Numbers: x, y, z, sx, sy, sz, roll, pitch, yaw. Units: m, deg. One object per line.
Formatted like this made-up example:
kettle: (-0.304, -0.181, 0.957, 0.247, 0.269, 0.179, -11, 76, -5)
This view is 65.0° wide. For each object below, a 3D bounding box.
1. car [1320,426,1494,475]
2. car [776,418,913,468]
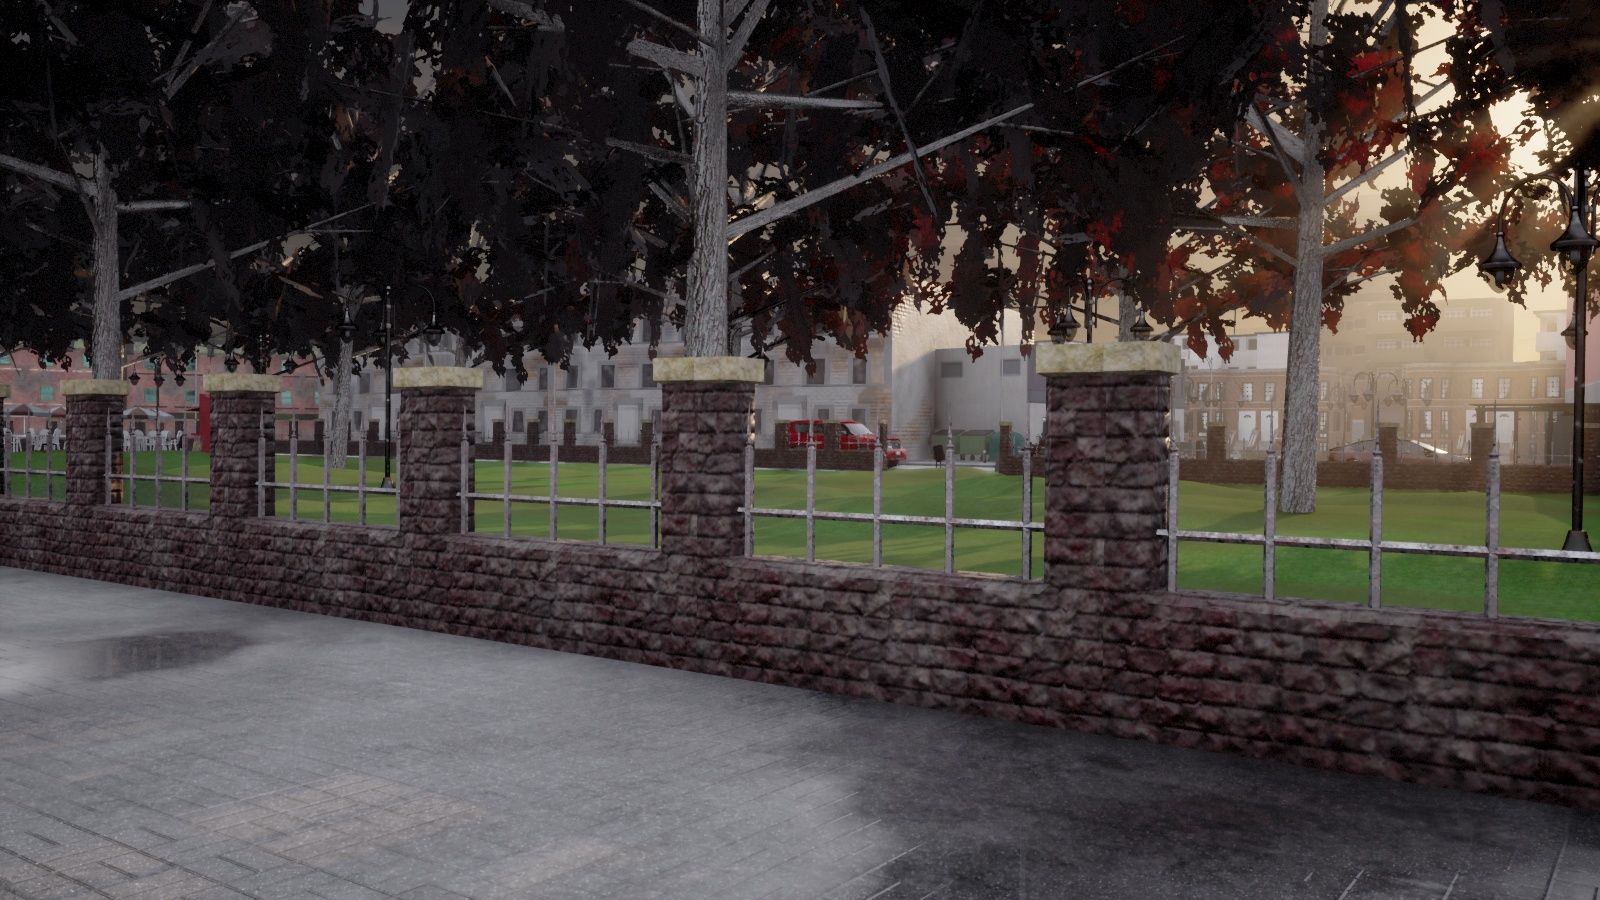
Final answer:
car: (19.728, -0.006, 40.903, 4.792, 1.488, 2.163, 0, 1, 36)
car: (1.860, -0.298, 53.611, 5.566, 2.045, 2.150, 0, 1, 35)
